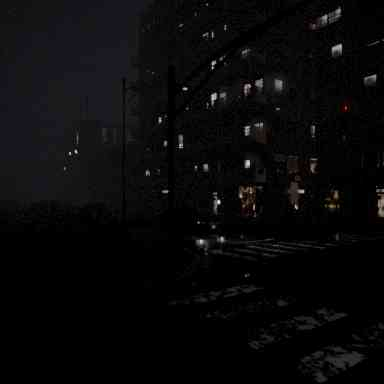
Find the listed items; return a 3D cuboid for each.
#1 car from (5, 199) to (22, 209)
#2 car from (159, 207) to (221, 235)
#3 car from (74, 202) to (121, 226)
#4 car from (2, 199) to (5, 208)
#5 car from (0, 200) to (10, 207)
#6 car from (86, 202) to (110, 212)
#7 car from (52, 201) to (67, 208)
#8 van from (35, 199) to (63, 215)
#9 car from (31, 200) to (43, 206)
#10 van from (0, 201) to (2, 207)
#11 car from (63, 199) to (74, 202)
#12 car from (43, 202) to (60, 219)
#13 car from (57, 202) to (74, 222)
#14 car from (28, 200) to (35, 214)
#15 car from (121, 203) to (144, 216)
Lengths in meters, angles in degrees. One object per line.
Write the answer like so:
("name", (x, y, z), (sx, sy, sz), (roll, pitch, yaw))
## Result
("car", (-33.197, 2.365, 62.313), (1.967, 1.590, 4.097), (-1, 0, -35))
("car", (-0.214, 1.709, 20.458), (2.128, 1.511, 4.902), (0, -1, -35))
("car", (-7.551, 1.777, 26.316), (1.967, 1.590, 4.097), (-1, 0, -35))
("car", (-36.401, 2.542, 66.813), (1.887, 1.381, 4.507), (-1, 0, -35))
("car", (-42.714, 2.666, 75.674), (1.752, 1.417, 4.829), (-1, 0, -35))
("car", (-13.752, 2.192, 48.604), (1.947, 1.339, 4.313), (-1, 0, -35))
("car", (-26.567, 2.462, 66.591), (1.887, 1.381, 4.507), (-1, 0, -35))
("van", (-17.170, 1.900, 39.815), (1.690, 1.788, 3.998), (-1, 0, -35))
("car", (-39.382, 2.773, 84.578), (1.947, 1.339, 4.313), (-1, 0, -35))
("van", (-39.610, 2.411, 71.313), (1.690, 1.788, 3.998), (-1, 0, -35))
("car", (-18.306, 2.093, 45.852), (1.837, 1.490, 4.892), (0, -1, -35))
("car", (-13.960, 2.036, 35.314), (2.008, 1.369, 4.403), (-1, 0, -35))
("car", (-10.656, 1.934, 30.677), (1.752, 1.417, 4.829), (-1, 0, -35))
("car", (-20.374, 2.073, 44.314), (1.967, 1.590, 4.097), (-1, 0, -35))
("car", (-7.444, 2.006, 39.749), (1.752, 1.417, 4.829), (-1, 0, -35))
